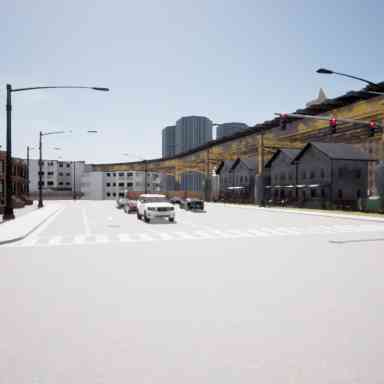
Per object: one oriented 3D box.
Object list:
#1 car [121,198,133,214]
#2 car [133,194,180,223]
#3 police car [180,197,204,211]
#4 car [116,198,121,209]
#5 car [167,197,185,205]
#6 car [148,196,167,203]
[{"bbox_3d":[-6.081,1.601,35.536,1.895,1.301,4.718,0,0,-19],"label":"car"},{"bbox_3d":[-2.969,1.221,26.278,2.150,2.045,5.566,0,0,-19],"label":"car"},{"bbox_3d":[-0.117,1.425,40.076,1.930,1.638,5.238,0,0,-19],"label":"police car"},{"bbox_3d":[-9.135,1.547,44.657,2.033,1.411,5.357,0,0,-18],"label":"car"},{"bbox_3d":[-2.842,1.564,59.062,1.994,1.385,4.181,0,0,-22],"label":"car"},{"bbox_3d":[-7.092,1.526,67.780,1.812,1.442,4.674,0,0,-36],"label":"car"}]
